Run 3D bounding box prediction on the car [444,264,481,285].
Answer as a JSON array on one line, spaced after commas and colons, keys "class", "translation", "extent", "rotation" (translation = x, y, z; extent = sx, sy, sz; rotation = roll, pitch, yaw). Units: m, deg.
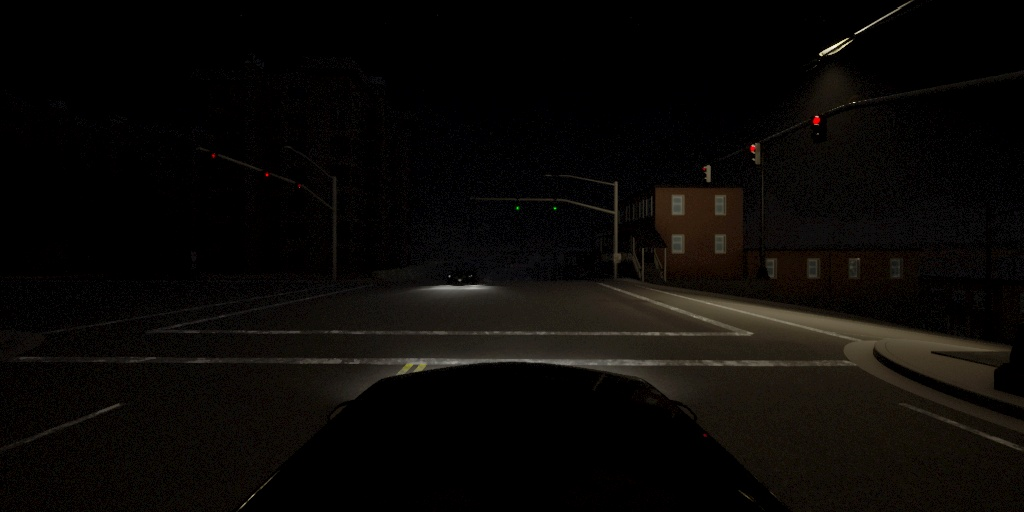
[{"class": "car", "translation": [-3.381, 1.284, 25.421], "extent": [1.812, 1.442, 4.674], "rotation": [0, 0, 0]}]
